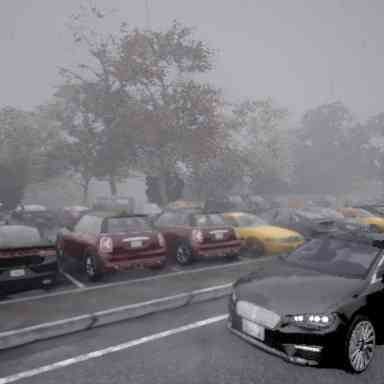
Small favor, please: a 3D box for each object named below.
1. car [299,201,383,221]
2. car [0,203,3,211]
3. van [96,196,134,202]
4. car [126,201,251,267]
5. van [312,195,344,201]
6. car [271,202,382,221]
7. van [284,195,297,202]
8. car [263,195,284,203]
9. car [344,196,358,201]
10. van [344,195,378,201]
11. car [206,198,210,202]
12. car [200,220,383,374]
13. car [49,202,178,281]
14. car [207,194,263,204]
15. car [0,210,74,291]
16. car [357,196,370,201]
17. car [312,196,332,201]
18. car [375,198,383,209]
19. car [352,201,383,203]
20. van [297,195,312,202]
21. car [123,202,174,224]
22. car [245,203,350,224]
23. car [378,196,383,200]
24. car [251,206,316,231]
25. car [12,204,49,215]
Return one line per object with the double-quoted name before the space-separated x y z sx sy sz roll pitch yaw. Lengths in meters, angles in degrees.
"car" 8.749 1.507 18.204 1.946 1.575 5.366 0 0 -35
"car" -12.491 1.221 19.341 2.435 2.045 5.566 0 0 -35
"van" -5.803 1.265 24.276 1.878 1.987 4.442 0 0 -35
"car" -0.390 1.360 11.894 2.185 1.767 4.553 0 0 -35
"van" 14.760 1.322 38.625 1.878 1.987 4.442 0 0 -36
"car" 6.375 1.505 16.752 2.231 1.521 4.892 0 0 -35
"van" 7.979 1.301 33.792 1.878 1.987 4.442 0 0 -35
"car" 5.671 1.270 32.259 2.435 2.045 5.566 0 0 -35
"car" 16.922 1.589 40.331 2.163 1.488 4.792 0 0 -35
"van" 21.282 1.376 43.540 1.878 1.987 4.442 1 0 -35
"car" -1.116 1.503 27.460 2.097 1.535 5.008 0 0 -35
"car" 2.771 1.482 5.663 4.902 1.511 2.128 0 0 -36
"car" -2.652 1.354 10.285 2.185 1.767 4.553 0 0 -35
"car" 3.414 1.264 30.654 2.435 2.045 5.566 0 0 -35
"car" -4.929 1.474 8.697 2.097 1.535 5.008 0 0 -35
"car" 19.073 1.607 41.861 2.163 1.488 4.792 1 0 -35
"car" 12.423 1.539 37.102 2.097 1.535 5.008 0 0 -35
"car" 30.584 1.718 49.785 1.946 1.575 5.366 1 0 -35
"car" 10.921 1.546 19.941 2.163 1.488 4.792 0 0 -35
"van" 10.102 1.307 35.588 1.878 1.987 4.442 0 0 -35
"car" -3.479 1.536 25.789 2.002 1.452 4.674 0 0 -35
"car" 4.120 1.499 15.132 2.231 1.521 4.892 0 0 -35
"car" 23.722 1.660 45.098 2.163 1.488 4.792 1 0 -35
"car" 1.962 1.489 13.377 1.946 1.575 5.366 0 0 -35
"car" -10.145 1.478 21.038 2.097 1.535 5.008 0 0 -35
